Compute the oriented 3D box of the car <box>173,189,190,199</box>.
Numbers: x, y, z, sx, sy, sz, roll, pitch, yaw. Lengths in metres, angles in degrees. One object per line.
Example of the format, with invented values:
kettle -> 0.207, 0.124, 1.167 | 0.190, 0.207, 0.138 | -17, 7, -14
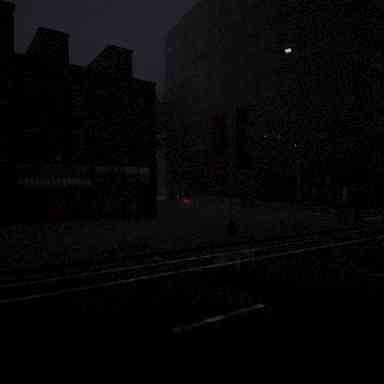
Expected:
car -> -2.198, 0.278, 53.362 | 1.837, 1.490, 4.892 | -1, 3, -35
